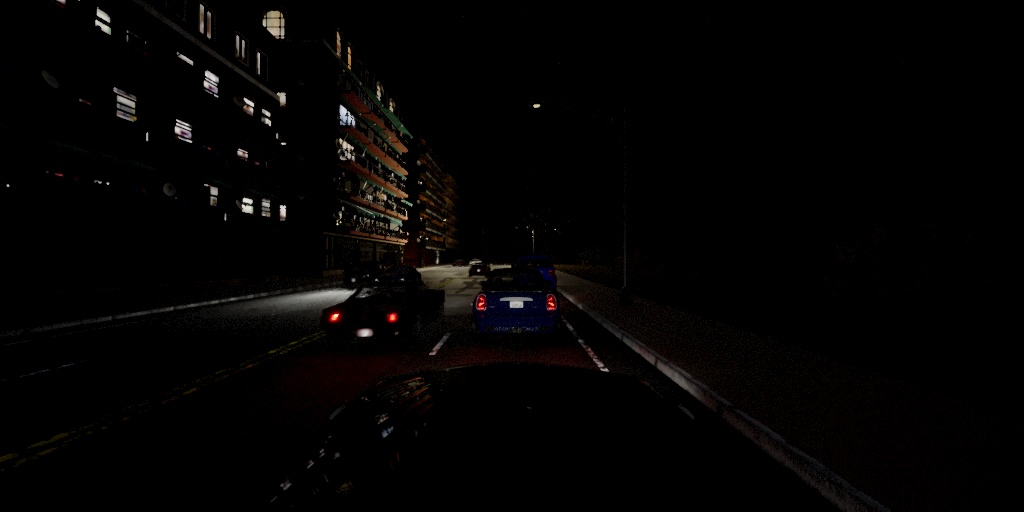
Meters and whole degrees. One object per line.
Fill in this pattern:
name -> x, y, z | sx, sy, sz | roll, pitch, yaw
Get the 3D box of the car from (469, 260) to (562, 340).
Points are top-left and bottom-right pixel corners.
car -> 0.098, 1.103, 10.109 | 2.097, 1.767, 4.553 | 0, 0, 0

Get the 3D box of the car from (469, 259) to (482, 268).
car -> -6.542, 1.275, 64.070 | 1.812, 1.442, 4.674 | 0, 0, 0

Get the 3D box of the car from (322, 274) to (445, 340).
car -> -3.152, 1.352, 9.923 | 1.895, 1.301, 4.718 | 0, 0, 0

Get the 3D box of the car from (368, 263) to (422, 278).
car -> -6.598, 1.278, 21.283 | 1.812, 1.442, 4.674 | 0, 0, 0

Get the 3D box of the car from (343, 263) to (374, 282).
car -> -9.848, 1.244, 24.728 | 2.128, 1.511, 4.902 | 0, 0, 0

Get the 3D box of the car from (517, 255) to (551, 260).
car -> 1.139, 0.977, 19.683 | 2.150, 2.045, 5.566 | 0, 0, 0

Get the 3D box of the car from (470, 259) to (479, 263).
car -> -3.145, 1.317, 35.872 | 1.994, 1.385, 4.181 | 0, 0, 0
